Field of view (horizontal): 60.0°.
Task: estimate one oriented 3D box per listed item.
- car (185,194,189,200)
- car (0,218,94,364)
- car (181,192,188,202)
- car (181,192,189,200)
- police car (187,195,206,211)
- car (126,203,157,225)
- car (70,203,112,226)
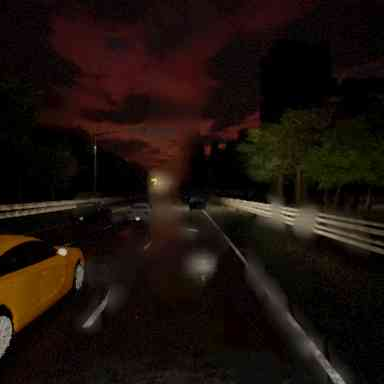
[{"bbox_3d":[0.295,1.473,55.927,1.882,1.535,5.008,0,0,-1],"label":"car"},{"bbox_3d":[-3.418,1.478,5.733,1.882,1.535,5.008,0,0,0],"label":"car"},{"bbox_3d":[-1.255,1.193,73.264,2.097,1.767,4.553,0,0,-2],"label":"car"},{"bbox_3d":[-1.916,1.015,90.688,2.150,2.045,5.566,0,0,-2],"label":"car"},{"bbox_3d":[0.655,1.429,39.969,1.930,1.638,5.238,0,0,-1],"label":"police car"},{"bbox_3d":[-3.556,1.529,23.913,1.812,1.442,4.674,0,0,-1],"label":"car"},{"bbox_3d":[-7.054,1.496,23.599,2.128,1.511,4.902,0,0,-1],"label":"car"}]
